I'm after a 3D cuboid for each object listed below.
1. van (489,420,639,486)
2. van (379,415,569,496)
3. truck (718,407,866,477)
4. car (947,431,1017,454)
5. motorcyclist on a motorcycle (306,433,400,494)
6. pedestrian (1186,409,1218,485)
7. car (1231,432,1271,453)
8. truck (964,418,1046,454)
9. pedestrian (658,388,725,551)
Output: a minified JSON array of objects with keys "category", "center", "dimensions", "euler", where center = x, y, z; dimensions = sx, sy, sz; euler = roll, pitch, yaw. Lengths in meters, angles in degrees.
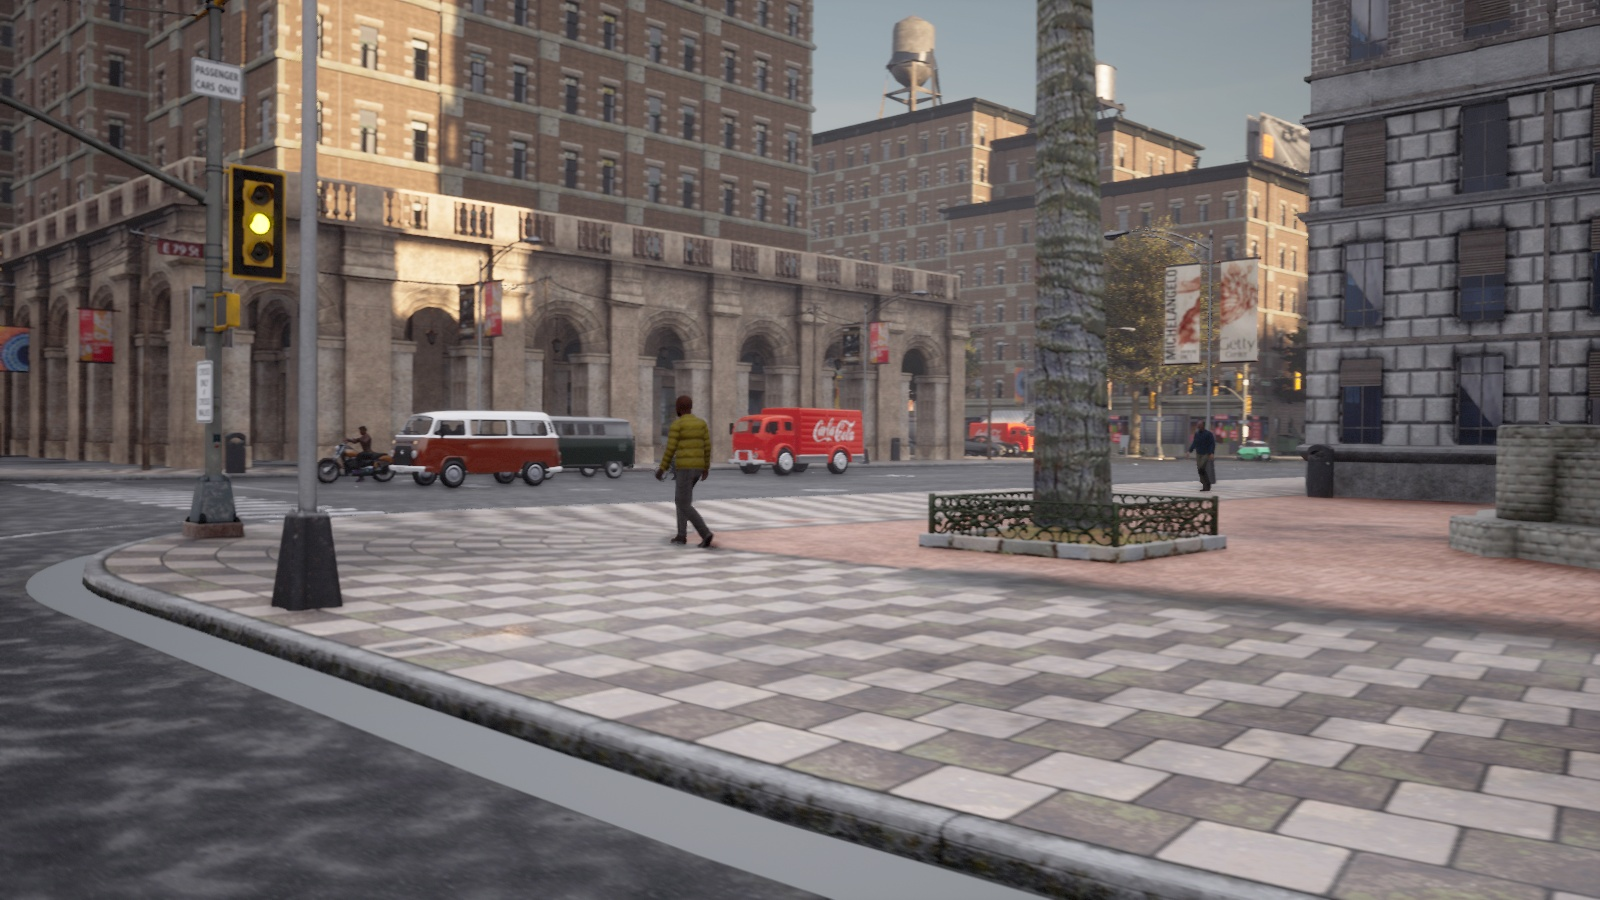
[{"category":"van","center":[-7.459,0.049,39.961],"dimensions":[4.442,1.987,1.775],"euler":[-1,1,-44]},{"category":"van","center":[-8.724,0.106,33.851],"dimensions":[4.480,2.038,2.069],"euler":[-1,1,-45]},{"category":"truck","center":[-0.247,-0.339,47.114],"dimensions":[5.204,2.467,2.627],"euler":[-1,1,-45]},{"category":"car","center":[12.589,-0.508,87.045],"dimensions":[2.007,1.525,4.514],"euler":[-1,1,-44]},{"category":"motorcyclist on a motorcycle","center":[-12.433,0.350,34.982],"dimensions":[2.350,1.649,0.766],"euler":[-1,1,-45]},{"category":"pedestrian","center":[9.901,-0.077,30.917],"dimensions":[0.726,1.842,0.402],"euler":[-1,1,-39]},{"category":"car","center":[29.998,-0.499,83.519],"dimensions":[1.481,1.376,2.207],"euler":[0,1,-18]},{"category":"truck","center":[14.634,-0.994,89.913],"dimensions":[2.627,2.467,5.204],"euler":[-1,1,-45]},{"category":"pedestrian","center":[-1.257,0.219,14.506],"dimensions":[0.726,1.835,0.370],"euler":[0,1,45]}]
